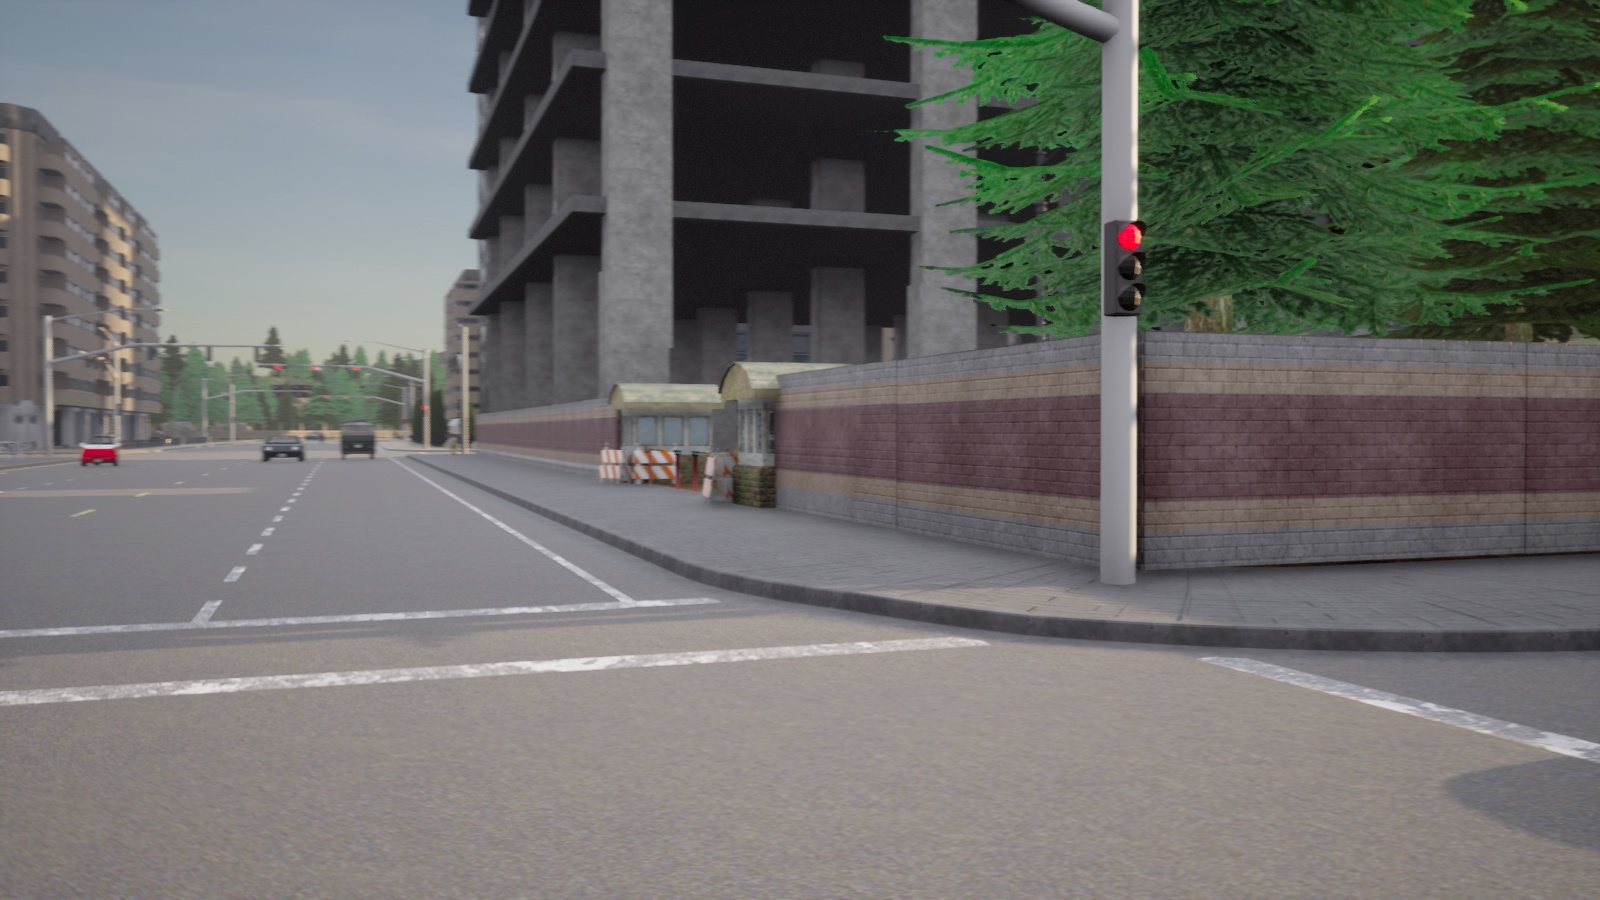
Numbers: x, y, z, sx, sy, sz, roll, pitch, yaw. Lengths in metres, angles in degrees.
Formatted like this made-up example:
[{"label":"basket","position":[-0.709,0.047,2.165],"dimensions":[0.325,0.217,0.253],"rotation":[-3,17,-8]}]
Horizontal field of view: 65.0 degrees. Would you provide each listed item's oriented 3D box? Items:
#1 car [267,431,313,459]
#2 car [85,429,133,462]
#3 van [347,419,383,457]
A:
[{"label":"car","position":[-25.425,-0.262,62.742],"dimensions":[1.895,1.301,4.718],"rotation":[0,1,-19]},{"label":"car","position":[-29.858,-0.211,54.320],"dimensions":[1.481,1.376,2.207],"rotation":[0,1,-20]},{"label":"van","position":[-23.502,-0.673,67.784],"dimensions":[1.775,1.987,4.442],"rotation":[0,1,-20]}]
